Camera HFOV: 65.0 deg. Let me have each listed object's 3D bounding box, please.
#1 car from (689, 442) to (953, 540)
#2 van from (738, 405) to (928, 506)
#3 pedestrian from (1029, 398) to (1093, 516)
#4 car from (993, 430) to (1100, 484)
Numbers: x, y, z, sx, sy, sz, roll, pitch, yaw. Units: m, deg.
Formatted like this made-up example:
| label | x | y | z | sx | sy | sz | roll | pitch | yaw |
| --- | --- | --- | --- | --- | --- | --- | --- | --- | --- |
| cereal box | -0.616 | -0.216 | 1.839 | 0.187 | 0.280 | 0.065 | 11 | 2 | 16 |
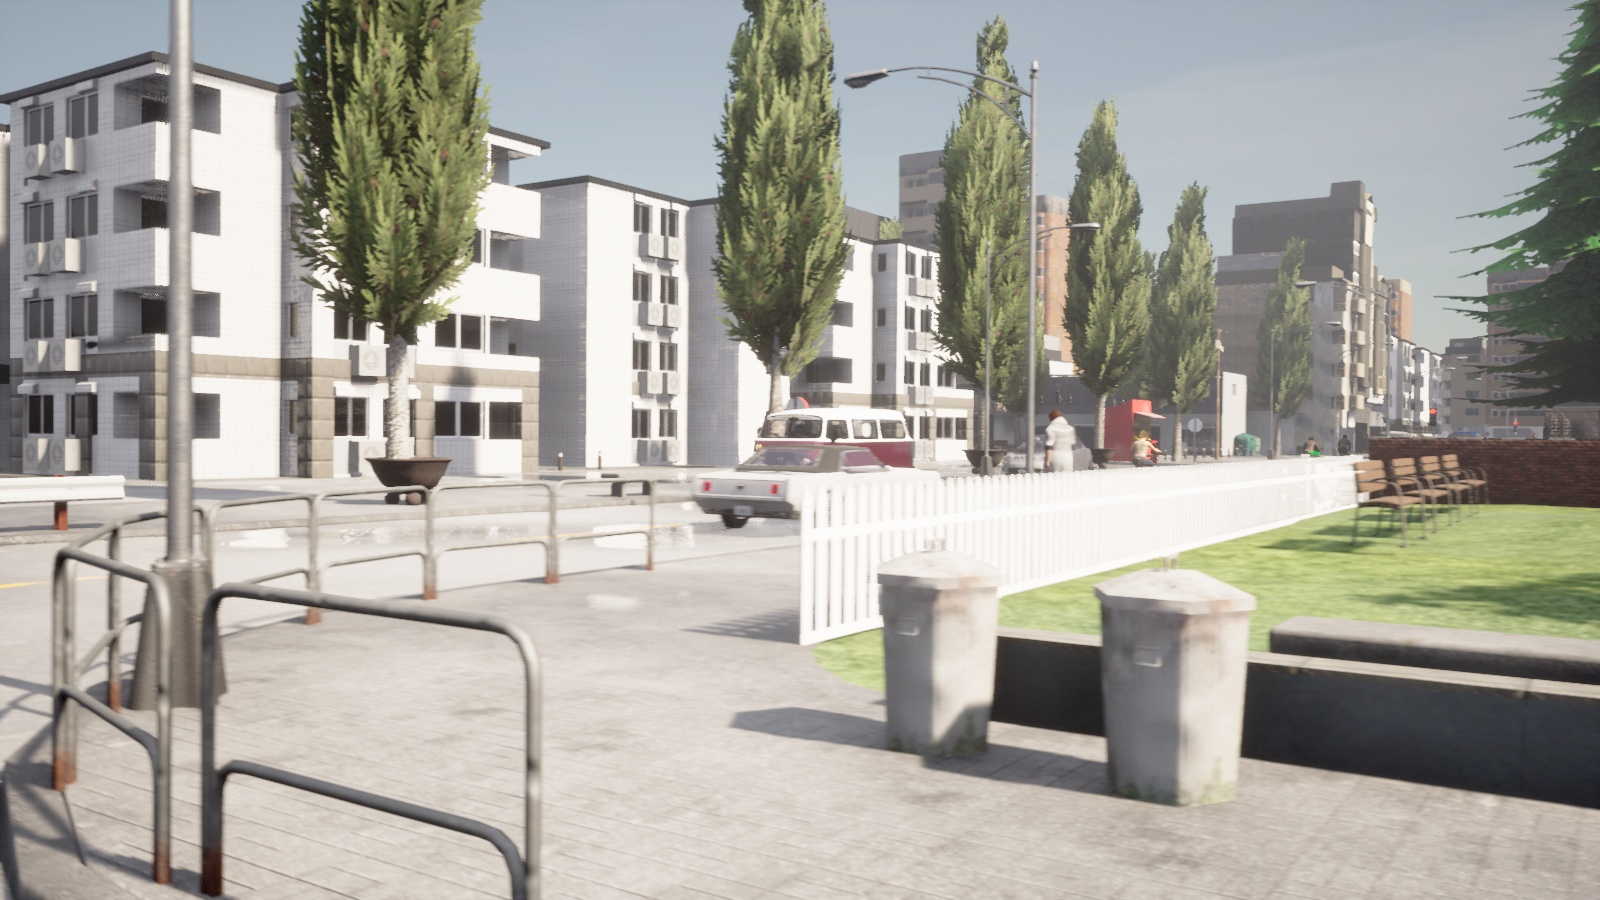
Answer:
| label | x | y | z | sx | sy | sz | roll | pitch | yaw |
| --- | --- | --- | --- | --- | --- | --- | --- | --- | --- |
| car | 0.484 | 0.558 | 19.864 | 1.895 | 1.301 | 4.718 | 0 | 1 | 34 |
| van | 0.819 | 0.073 | 27.556 | 2.069 | 2.038 | 4.480 | 0 | 1 | 34 |
| pedestrian | 4.425 | 0.106 | 21.338 | 0.659 | 1.952 | 0.873 | -1 | 1 | -26 |
| car | 7.376 | 0.171 | 37.389 | 1.845 | 1.501 | 3.633 | 0 | 1 | 34 |
